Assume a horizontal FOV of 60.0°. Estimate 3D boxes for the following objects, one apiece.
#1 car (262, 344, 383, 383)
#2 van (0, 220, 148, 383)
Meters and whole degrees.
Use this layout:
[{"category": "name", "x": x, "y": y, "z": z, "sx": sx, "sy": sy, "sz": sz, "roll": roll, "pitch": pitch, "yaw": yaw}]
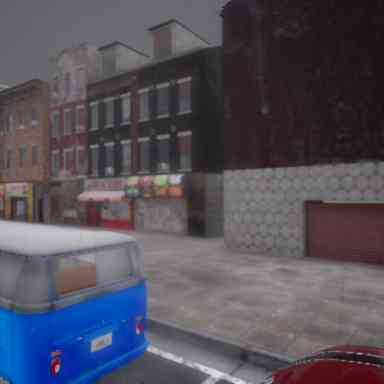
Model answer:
[{"category": "car", "x": 2.030, "y": 1.441, "z": 1.375, "sx": 4.097, "sy": 1.590, "sz": 1.967, "roll": 0, "pitch": -1, "yaw": 35}, {"category": "van", "x": -2.451, "y": 1.340, "z": 4.570, "sx": 3.998, "sy": 1.788, "sz": 1.690, "roll": 0, "pitch": -1, "yaw": 35}]
